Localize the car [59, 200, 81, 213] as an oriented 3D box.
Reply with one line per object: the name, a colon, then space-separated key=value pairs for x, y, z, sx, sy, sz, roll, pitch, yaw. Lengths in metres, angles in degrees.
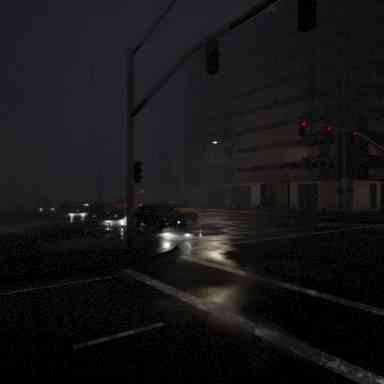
car: x=-13.886 y=1.603 z=38.224 sx=2.033 sy=1.411 sz=5.357 roll=0 pitch=0 yaw=-35

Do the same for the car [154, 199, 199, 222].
car: x=-1.419 y=1.533 z=26.702 sx=1.882 sy=1.535 sz=5.008 roll=0 pitch=0 yaw=-35

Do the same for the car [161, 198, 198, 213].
car: x=-1.550 y=1.533 z=39.316 sx=1.882 sy=1.535 sz=5.008 roll=0 pitch=0 yaw=-35

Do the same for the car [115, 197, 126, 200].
car: x=-6.792 y=1.407 z=34.265 sx=2.097 sy=1.767 sz=4.553 roll=0 pitch=0 yaw=-35

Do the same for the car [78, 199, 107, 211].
car: x=-12.875 y=1.603 z=42.845 sx=2.033 sy=1.411 sz=5.357 roll=0 pitch=0 yaw=-35

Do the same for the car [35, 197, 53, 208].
car: x=-22.558 y=1.538 z=50.577 sx=1.882 sy=1.535 sz=5.008 roll=0 pitch=0 yaw=-35

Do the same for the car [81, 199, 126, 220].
car: x=-7.831 y=1.603 z=29.682 sx=2.033 sy=1.411 sz=5.357 roll=0 pitch=0 yaw=-35

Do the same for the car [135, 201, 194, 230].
car: x=-2.190 y=1.560 z=21.743 sx=1.837 sy=1.490 sz=4.892 roll=0 pitch=0 yaw=-36

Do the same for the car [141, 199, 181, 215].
car: x=-3.405 y=1.547 z=35.885 sx=2.128 sy=1.511 sz=4.902 roll=0 pitch=0 yaw=-35
